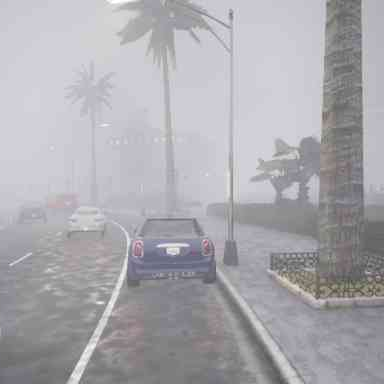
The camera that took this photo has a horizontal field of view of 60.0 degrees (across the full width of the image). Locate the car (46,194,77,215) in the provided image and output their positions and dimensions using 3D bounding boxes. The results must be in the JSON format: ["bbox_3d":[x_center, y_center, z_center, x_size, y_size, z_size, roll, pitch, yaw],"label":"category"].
[{"bbox_3d":[-13.323,1.211,33.690,2.150,2.045,5.566,0,0,-36],"label":"car"}]

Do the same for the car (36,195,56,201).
[{"bbox_3d":[-34.089,1.379,77.840,4.193,1.474,1.816,0,0,22],"label":"car"}]

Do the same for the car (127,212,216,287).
[{"bbox_3d":[-0.703,1.352,9.627,2.097,1.767,4.553,0,0,-7],"label":"car"}]

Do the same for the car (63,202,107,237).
[{"bbox_3d":[-5.653,1.522,18.106,1.812,1.442,4.674,0,0,-14],"label":"car"}]

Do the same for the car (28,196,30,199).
[{"bbox_3d":[-36.889,1.225,70.776,4.553,1.767,2.185,0,0,22],"label":"car"}]

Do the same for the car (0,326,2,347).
[{"bbox_3d":[-3.230,1.523,2.204,1.812,1.442,4.674,0,0,-2],"label":"car"}]

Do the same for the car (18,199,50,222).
[{"bbox_3d":[-12.477,1.516,26.027,1.812,1.442,4.674,0,0,-27],"label":"car"}]
